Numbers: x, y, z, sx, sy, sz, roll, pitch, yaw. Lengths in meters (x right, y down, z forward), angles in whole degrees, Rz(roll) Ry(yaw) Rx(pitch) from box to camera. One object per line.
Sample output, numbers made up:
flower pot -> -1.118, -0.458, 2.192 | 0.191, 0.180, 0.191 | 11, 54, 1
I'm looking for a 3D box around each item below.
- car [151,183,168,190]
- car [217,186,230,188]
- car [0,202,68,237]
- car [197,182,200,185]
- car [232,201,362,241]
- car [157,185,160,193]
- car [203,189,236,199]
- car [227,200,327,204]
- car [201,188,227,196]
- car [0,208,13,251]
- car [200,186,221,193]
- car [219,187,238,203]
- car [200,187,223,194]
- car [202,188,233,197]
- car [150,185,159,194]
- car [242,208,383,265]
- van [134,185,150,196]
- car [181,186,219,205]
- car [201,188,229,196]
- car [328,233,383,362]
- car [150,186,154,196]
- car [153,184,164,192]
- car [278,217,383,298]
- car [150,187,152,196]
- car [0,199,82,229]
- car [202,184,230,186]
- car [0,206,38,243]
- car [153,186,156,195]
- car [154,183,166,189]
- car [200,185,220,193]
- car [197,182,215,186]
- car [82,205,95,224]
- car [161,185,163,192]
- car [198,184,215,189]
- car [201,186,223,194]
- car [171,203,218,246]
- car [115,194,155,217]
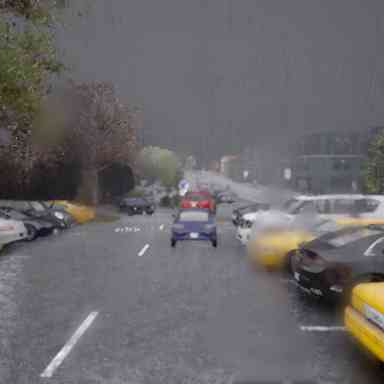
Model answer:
car -> -8.949, -1.588, 91.951 | 4.553, 1.767, 2.185 | 0, 4, 0
car -> 4.227, 0.277, 47.583 | 4.792, 1.488, 2.163 | 0, 1, 0
car -> -8.535, 1.367, 14.992 | 4.792, 1.488, 2.163 | 0, 1, 0
car -> 4.139, -0.955, 80.993 | 4.553, 1.767, 2.185 | 0, 3, 0
car -> 4.510, 1.338, 15.006 | 5.008, 1.535, 2.097 | 0, 1, 0
car -> -9.079, -0.041, 61.443 | 5.366, 1.575, 1.946 | 0, 1, 0
car -> 4.166, 0.230, 50.366 | 4.792, 1.488, 2.163 | 0, 1, 0
car -> 4.540, 1.342, 17.783 | 4.792, 1.488, 2.163 | 0, 1, 0
car -> 4.213, -0.092, 64.291 | 4.792, 1.488, 2.163 | 0, 2, 0
car -> -8.370, 1.386, 9.451 | 5.366, 1.575, 1.946 | 0, 1, 0
car -> 4.146, -0.530, 75.440 | 4.792, 1.488, 2.163 | 0, 3, 0
car -> 2.735, 0.615, 36.989 | 2.033, 1.411, 5.357 | -3, 4, -26
car -> 4.207, -0.408, 72.655 | 4.792, 1.488, 2.163 | 0, 2, 0
car -> 4.196, 0.099, 55.930 | 5.008, 1.535, 2.097 | 0, 1, 0
car -> -9.076, 0.032, 58.649 | 5.366, 1.575, 1.946 | 0, 1, 0
car -> 4.339, 1.387, 9.454 | 5.366, 1.575, 1.946 | 0, 1, 0
van -> -8.755, 0.024, 47.485 | 4.442, 1.987, 1.878 | 1, 1, 0
car -> 0.571, 0.883, 26.354 | 2.150, 2.045, 5.566 | 1, 3, 10
car -> 4.193, -0.037, 61.512 | 4.892, 1.521, 2.231 | 0, 2, 0
car -> 4.719, 1.439, 3.902 | 5.366, 1.575, 1.946 | 0, 1, 0
car -> -8.889, 0.196, 52.947 | 4.674, 1.452, 2.002 | 0, 1, 0
car -> -8.895, -0.318, 69.676 | 5.008, 1.535, 2.097 | 0, 2, 0
car -> 4.523, 1.417, 6.678 | 4.892, 1.521, 2.231 | 0, 1, 0
car -> -8.887, 0.243, 50.162 | 4.674, 1.452, 2.002 | 0, 1, 0
car -> -8.600, 1.187, 17.635 | 4.553, 1.767, 2.185 | 0, 1, 0
car -> 4.162, 0.028, 53.149 | 4.553, 1.767, 2.185 | 0, 1, 0
car -> -8.557, 1.403, 12.222 | 4.674, 1.452, 2.002 | 0, 1, 0
car -> -8.917, 0.129, 55.858 | 4.792, 1.488, 2.163 | 0, 1, 0
car -> -8.724, -0.825, 80.817 | 5.366, 1.575, 1.946 | 0, 3, 0
car -> 4.142, -0.815, 78.217 | 4.553, 1.767, 2.185 | 0, 3, 0
car -> 4.160, -0.216, 58.717 | 5.566, 2.045, 2.435 | 0, 1, 0
car -> -8.568, 1.286, 20.408 | 5.008, 1.535, 2.097 | 0, 1, 0
car -> -8.893, -0.213, 66.888 | 5.008, 1.535, 2.097 | 0, 2, 0
car -> 4.162, -1.612, 94.917 | 4.674, 1.452, 2.002 | 0, 4, 0
car -> 4.211, -0.449, 69.863 | 4.553, 1.767, 2.185 | 0, 2, 0
car -> 0.084, 1.390, 14.379 | 1.812, 1.442, 4.674 | 0, 0, 0
car -> -4.836, 1.205, 27.776 | 1.895, 1.301, 4.718 | -3, 5, -30
